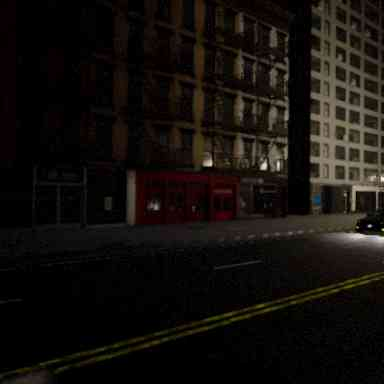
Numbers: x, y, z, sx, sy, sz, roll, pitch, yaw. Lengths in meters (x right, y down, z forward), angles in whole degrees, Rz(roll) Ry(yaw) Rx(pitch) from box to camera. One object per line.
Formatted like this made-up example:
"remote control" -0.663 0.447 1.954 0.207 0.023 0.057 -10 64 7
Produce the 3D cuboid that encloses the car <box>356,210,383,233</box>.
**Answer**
"car" 11.704 1.770 20.024 4.181 1.385 1.994 1 0 -35
